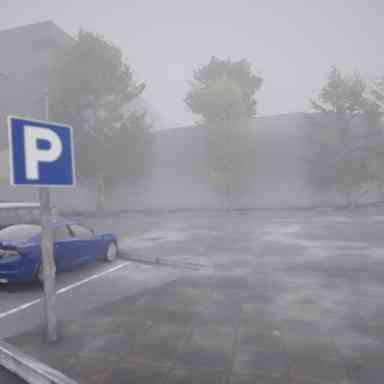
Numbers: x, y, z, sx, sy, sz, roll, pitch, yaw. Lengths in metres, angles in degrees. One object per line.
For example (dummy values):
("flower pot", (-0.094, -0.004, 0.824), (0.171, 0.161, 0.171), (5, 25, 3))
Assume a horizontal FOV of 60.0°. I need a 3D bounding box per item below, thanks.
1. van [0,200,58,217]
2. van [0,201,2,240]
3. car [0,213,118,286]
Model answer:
("van", (-6.393, 1.358, 11.741), (1.878, 1.987, 4.442), (0, -1, 17))
("van", (-11.247, 1.395, 15.121), (1.878, 1.987, 4.442), (0, -1, 17))
("car", (-4.032, 1.562, 9.819), (2.097, 1.535, 5.008), (0, -1, 17))
